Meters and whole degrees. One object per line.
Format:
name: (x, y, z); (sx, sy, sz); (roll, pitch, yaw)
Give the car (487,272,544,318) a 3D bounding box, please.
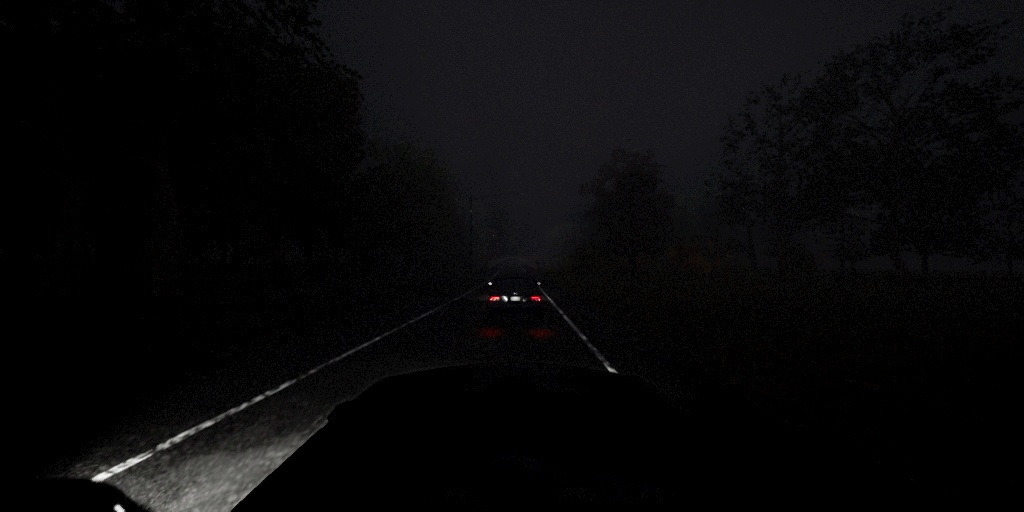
car: (0.098, 1.300, 13.019); (2.033, 1.411, 5.357); (0, 0, 0)
